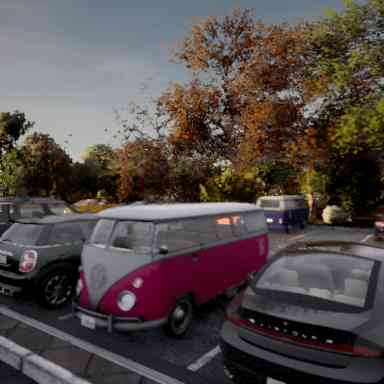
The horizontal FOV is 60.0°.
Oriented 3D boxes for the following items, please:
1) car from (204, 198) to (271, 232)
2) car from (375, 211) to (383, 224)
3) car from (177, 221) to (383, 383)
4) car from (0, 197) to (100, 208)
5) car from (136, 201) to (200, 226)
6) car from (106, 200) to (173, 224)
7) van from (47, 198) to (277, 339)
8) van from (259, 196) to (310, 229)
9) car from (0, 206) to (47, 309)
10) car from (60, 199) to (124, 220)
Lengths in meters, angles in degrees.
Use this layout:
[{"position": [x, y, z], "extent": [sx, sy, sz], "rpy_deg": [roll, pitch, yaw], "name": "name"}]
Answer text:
[{"position": [2.903, 1.294, 20.406], "extent": [2.185, 1.767, 4.553], "rpy_deg": [0, 0, 36], "name": "car"}, {"position": [9.719, 1.501, 15.580], "extent": [2.002, 1.452, 4.674], "rpy_deg": [0, 0, 35], "name": "car"}, {"position": [2.196, 1.462, 4.875], "extent": [2.231, 1.521, 4.892], "rpy_deg": [0, 0, 35], "name": "car"}, {"position": [-4.629, 1.168, 9.785], "extent": [2.435, 2.045, 5.566], "rpy_deg": [0, 0, 36], "name": "car"}, {"position": [-1.610, 1.443, 23.670], "extent": [2.002, 1.452, 4.674], "rpy_deg": [0, 0, 36], "name": "car"}, {"position": [-3.875, 1.398, 25.292], "extent": [2.097, 1.535, 5.008], "rpy_deg": [0, 0, 36], "name": "car"}, {"position": [-0.150, 1.220, 6.412], "extent": [1.878, 1.987, 4.442], "rpy_deg": [0, 0, 35], "name": "van"}, {"position": [5.252, 1.205, 18.910], "extent": [1.878, 1.987, 4.442], "rpy_deg": [0, 0, 36], "name": "van"}, {"position": [-2.385, 1.306, 8.110], "extent": [2.185, 1.767, 4.553], "rpy_deg": [0, 0, 35], "name": "car"}, {"position": [-8.411, 1.402, 28.523], "extent": [2.097, 1.535, 5.008], "rpy_deg": [0, 0, 36], "name": "car"}]
